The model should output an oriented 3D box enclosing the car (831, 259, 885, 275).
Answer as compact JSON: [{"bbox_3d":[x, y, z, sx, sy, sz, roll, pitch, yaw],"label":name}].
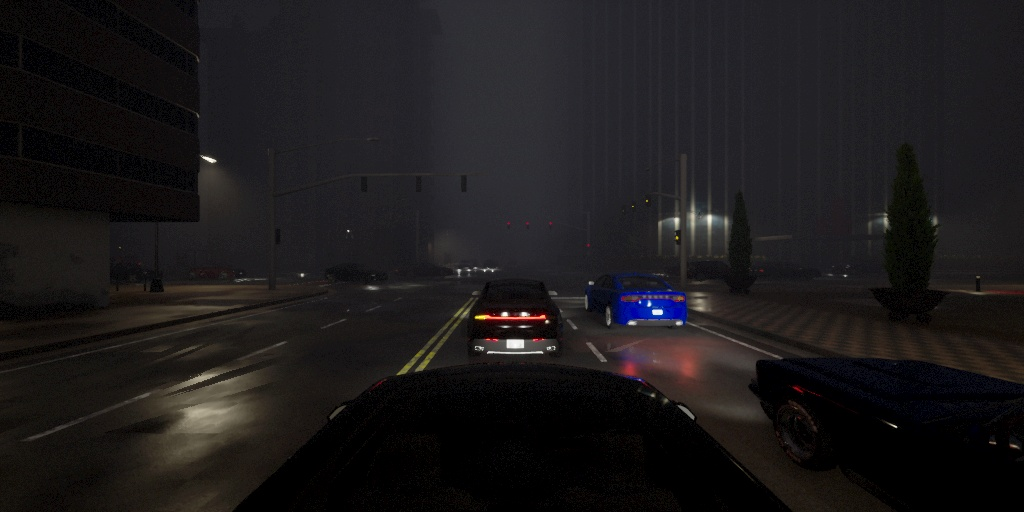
[{"bbox_3d":[37.392,1.102,38.774,4.553,1.767,2.097,0,0,0],"label":"car"}]

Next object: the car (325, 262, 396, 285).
[{"bbox_3d":[-11.270,1.228,26.094,5.008,1.535,1.882,0,-1,23],"label":"car"}]

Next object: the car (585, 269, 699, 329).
[{"bbox_3d":[3.575,1.228,11.237,1.882,1.535,5.008,0,0,0],"label":"car"}]

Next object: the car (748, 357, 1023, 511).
[{"bbox_3d":[3.601,1.351,1.892,1.895,1.301,4.718,0,0,0],"label":"car"}]

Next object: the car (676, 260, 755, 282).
[{"bbox_3d":[15.725,1.102,27.866,4.553,1.767,2.097,0,0,-1],"label":"car"}]

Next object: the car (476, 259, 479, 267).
[{"bbox_3d":[-7.060,1.255,64.541,1.837,1.490,4.892,0,0,0],"label":"car"}]

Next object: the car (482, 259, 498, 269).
[{"bbox_3d":[-3.589,1.314,57.154,1.994,1.385,4.181,0,0,0],"label":"car"}]

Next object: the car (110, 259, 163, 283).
[{"bbox_3d":[-29.687,1.227,27.416,5.008,1.535,1.882,0,0,0],"label":"car"}]

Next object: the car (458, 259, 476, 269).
[{"bbox_3d":[-7.089,1.276,55.284,1.812,1.442,4.674,0,0,0],"label":"car"}]

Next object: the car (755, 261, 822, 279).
[{"bbox_3d":[23.874,1.297,31.448,5.357,1.411,2.033,0,0,-1],"label":"car"}]

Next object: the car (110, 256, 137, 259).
[{"bbox_3d":[-42.679,0.971,37.953,5.566,2.045,2.150,0,0,1],"label":"car"}]

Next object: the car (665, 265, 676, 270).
[{"bbox_3d":[18.707,1.314,38.597,4.181,1.385,1.994,0,0,-1],"label":"car"}]

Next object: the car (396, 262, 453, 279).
[{"bbox_3d":[-8.180,1.297,33.006,5.357,1.411,2.033,0,0,-26],"label":"car"}]

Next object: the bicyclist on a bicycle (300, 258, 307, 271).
[{"bbox_3d":[-26.419,1.051,45.426,0.582,1.620,1.656,0,0,-1],"label":"bicyclist on a bicycle"}]

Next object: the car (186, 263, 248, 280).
[{"bbox_3d":[-25.386,1.314,30.956,4.181,1.385,1.994,0,0,-1],"label":"car"}]

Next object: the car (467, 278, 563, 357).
[{"bbox_3d":[0.062,1.255,8.549,1.837,1.490,4.892,0,0,0],"label":"car"}]
